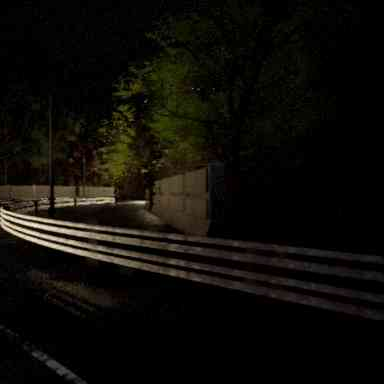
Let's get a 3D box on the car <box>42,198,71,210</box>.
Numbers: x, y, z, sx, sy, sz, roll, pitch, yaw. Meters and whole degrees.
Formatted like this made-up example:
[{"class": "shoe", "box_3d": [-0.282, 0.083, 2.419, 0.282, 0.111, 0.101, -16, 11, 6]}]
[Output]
[{"class": "car", "box_3d": [-17.367, 1.499, 42.759, 1.994, 1.385, 4.181, 0, 0, 8]}]
